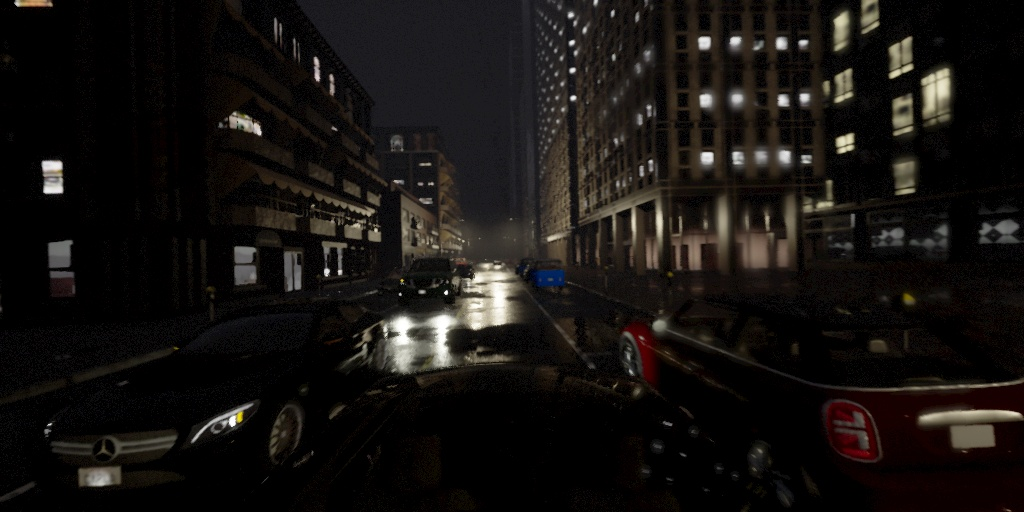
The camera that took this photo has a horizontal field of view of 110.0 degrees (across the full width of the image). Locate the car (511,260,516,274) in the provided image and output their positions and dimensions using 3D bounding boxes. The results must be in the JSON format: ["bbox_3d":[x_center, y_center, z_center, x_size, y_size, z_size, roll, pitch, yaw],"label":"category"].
[{"bbox_3d":[1.266,1.265,37.957,1.948,1.339,4.313,0,0,-2],"label":"car"}]

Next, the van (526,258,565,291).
[{"bbox_3d":[1.989,1.024,21.027,1.690,1.789,3.998,0,0,-2],"label":"van"}]

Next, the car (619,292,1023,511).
[{"bbox_3d":[2.713,1.111,4.097,1.967,1.591,4.097,0,0,-2],"label":"car"}]

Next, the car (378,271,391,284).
[{"bbox_3d":[-6.380,1.473,20.670,2.007,1.370,4.403,0,0,-2],"label":"car"}]

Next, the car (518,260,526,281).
[{"bbox_3d":[1.749,1.238,26.670,2.007,1.370,4.403,0,0,-2],"label":"car"}]

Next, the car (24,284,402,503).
[{"bbox_3d":[-3.138,1.363,4.964,1.812,1.442,4.674,-2,0,-2],"label":"car"}]

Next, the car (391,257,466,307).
[{"bbox_3d":[-3.652,1.070,16.802,2.150,2.045,5.566,-2,0,-3],"label":"car"}]

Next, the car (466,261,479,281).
[{"bbox_3d":[-4.249,1.405,31.767,2.033,1.411,5.357,-2,0,-2],"label":"car"}]

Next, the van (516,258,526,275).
[{"bbox_3d":[1.508,1.034,32.314,1.690,1.789,3.998,0,0,-2],"label":"van"}]
